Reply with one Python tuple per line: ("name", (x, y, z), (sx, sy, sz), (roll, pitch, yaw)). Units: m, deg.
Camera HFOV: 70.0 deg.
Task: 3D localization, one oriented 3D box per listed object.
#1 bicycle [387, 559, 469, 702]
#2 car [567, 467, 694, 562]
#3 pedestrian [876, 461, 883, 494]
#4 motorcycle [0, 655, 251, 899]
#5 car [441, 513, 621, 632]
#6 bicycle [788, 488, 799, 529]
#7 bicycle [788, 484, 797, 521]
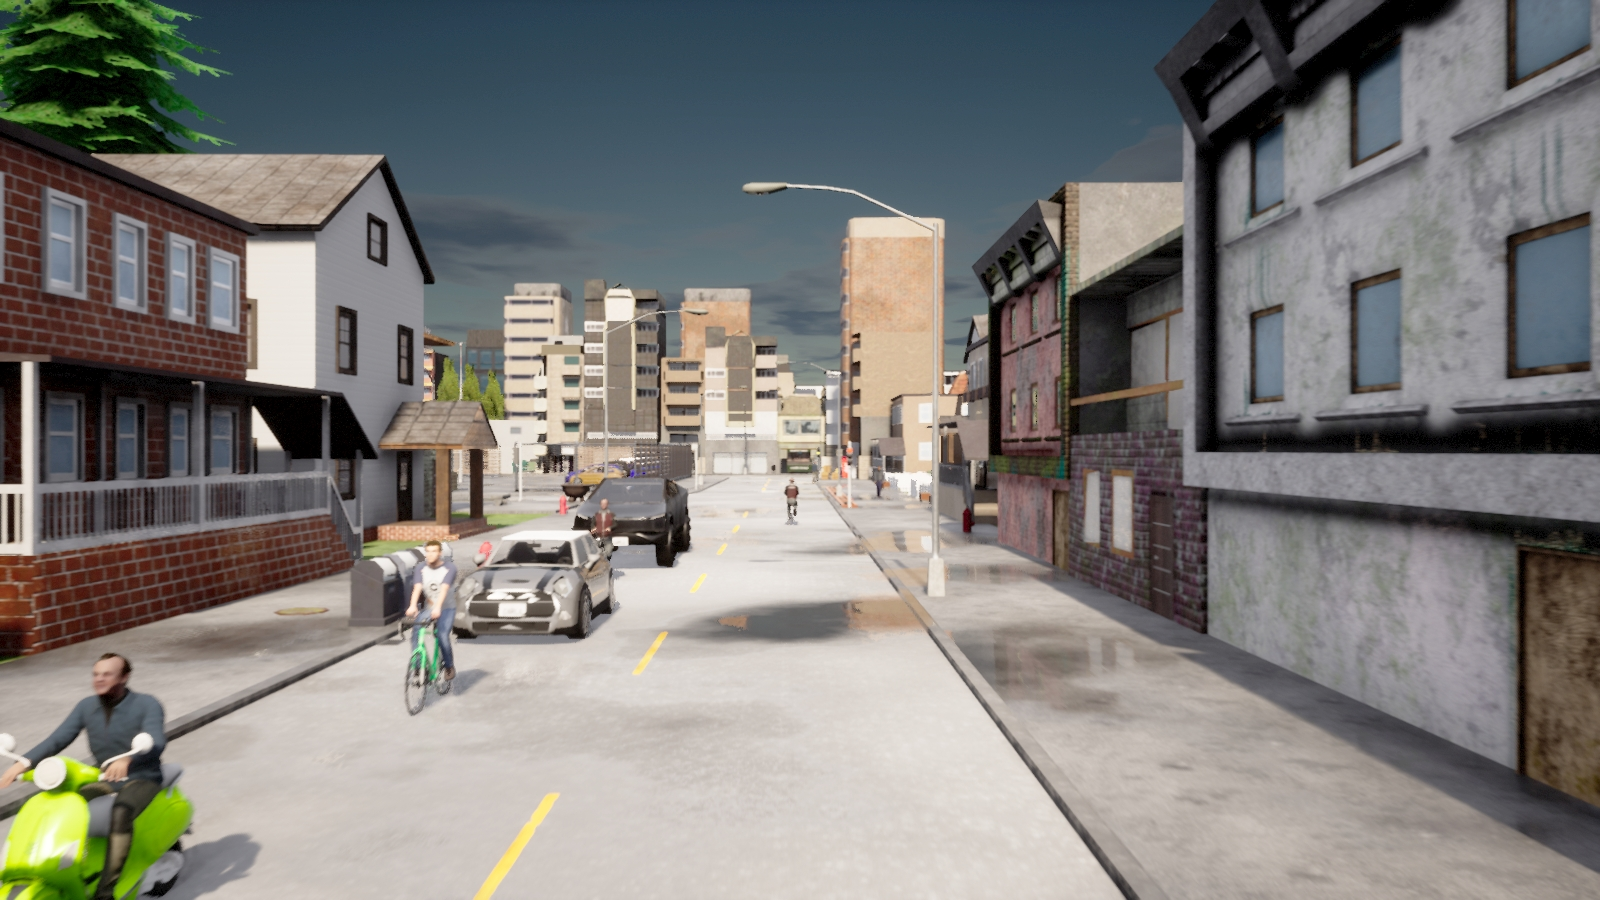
("bicycle", (-4.064, 1.936, 12.581), (0.373, 1.296, 1.643), (0, 1, 0))
("car", (-4.198, 1.534, 29.442), (2.390, 2.098, 6.274), (0, 0, 0))
("pedestrian", (4.407, 1.523, 63.550), (0.375, 1.860, 0.375), (0, 0, 2))
("motorcycle", (-4.018, 1.962, 6.578), (0.856, 1.236, 1.805), (0, 0, 0))
("car", (-4.107, 1.845, 18.074), (1.970, 1.475, 3.806), (0, 0, 0))
("bicycle", (-0.218, 1.940, 38.058), (0.329, 1.271, 1.835), (0, 0, 0))
("bicycle", (-0.293, 1.940, 42.644), (0.329, 1.271, 1.835), (0, 0, -1))
